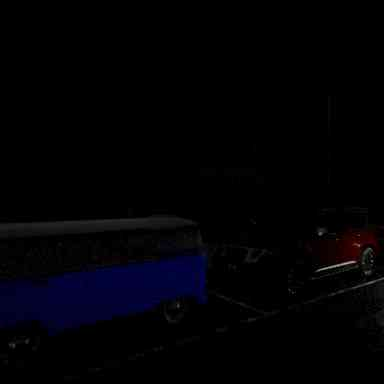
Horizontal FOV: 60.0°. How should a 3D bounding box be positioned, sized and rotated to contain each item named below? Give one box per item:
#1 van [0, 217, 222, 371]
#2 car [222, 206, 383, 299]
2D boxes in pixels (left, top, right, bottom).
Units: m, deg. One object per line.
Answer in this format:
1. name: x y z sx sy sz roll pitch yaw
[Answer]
1. van: -1.642 1.340 5.375 3.998 1.788 1.690 0 -1 -35
2. car: 2.910 1.313 8.613 5.009 1.841 2.192 0 -1 -35
